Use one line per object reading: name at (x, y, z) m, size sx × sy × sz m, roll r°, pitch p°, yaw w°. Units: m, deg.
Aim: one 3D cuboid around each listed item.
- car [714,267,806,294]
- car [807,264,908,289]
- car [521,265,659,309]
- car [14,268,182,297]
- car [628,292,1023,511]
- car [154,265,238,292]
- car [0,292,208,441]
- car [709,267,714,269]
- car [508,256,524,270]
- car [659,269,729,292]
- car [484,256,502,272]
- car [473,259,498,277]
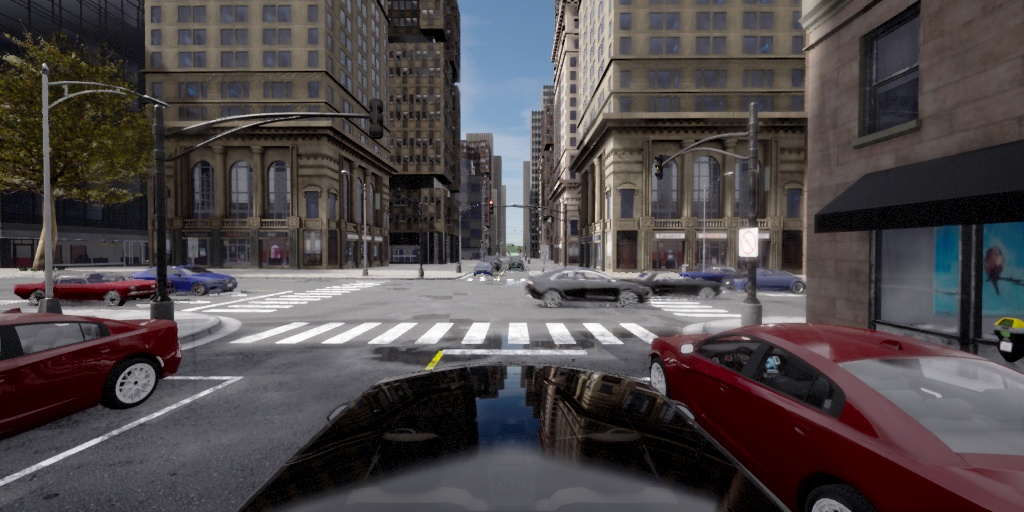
car at (14.643, 1.418, 21.033) m, size 4.181 × 1.385 × 1.994 m, roll 0°, pitch 1°, yaw 1°
car at (23.178, 1.357, 24.202) m, size 5.008 × 1.535 × 1.882 m, roll 0°, pitch 1°, yaw 0°
car at (2.936, 1.241, 14.455) m, size 4.902 × 1.511 × 2.128 m, roll 0°, pitch 0°, yaw 1°
car at (-16.762, 1.293, 14.609) m, size 4.718 × 1.301 × 1.895 m, roll 1°, pitch 1°, yaw 1°
car at (2.771, 1.294, 3.333) m, size 1.888 × 1.381 × 4.507 m, roll 0°, pitch 0°, yaw 0°
car at (-16.362, 1.174, 17.865) m, size 4.674 × 1.442 × 1.812 m, roll 1°, pitch 1°, yaw 1°
car at (-5.755, 1.295, 3.404) m, size 1.888 × 1.381 × 4.507 m, roll 0°, pitch 0°, yaw 0°
car at (13.819, 1.400, 24.292) m, size 4.718 × 1.301 × 1.895 m, roll 0°, pitch 1°, yaw 1°
car at (0.548, 1.088, 51.309) m, size 2.097 × 1.767 × 4.553 m, roll 0°, pitch 0°, yaw -1°
car at (7.624, 1.434, 17.665) m, size 4.718 × 1.301 × 1.895 m, roll 1°, pitch 1°, yaw 1°
car at (-2.695, 0.959, 46.371) m, size 2.150 × 2.045 × 5.566 m, roll 0°, pitch 0°, yaw 1°
car at (-2.794, 1.288, 36.185) m, size 2.033 × 1.411 × 5.357 m, roll 0°, pitch 0°, yaw 0°
